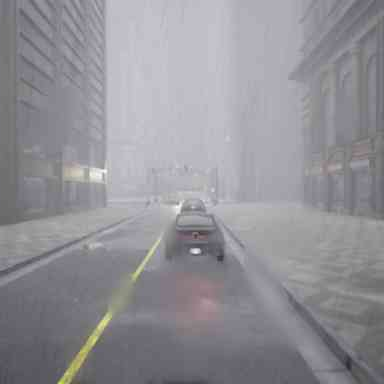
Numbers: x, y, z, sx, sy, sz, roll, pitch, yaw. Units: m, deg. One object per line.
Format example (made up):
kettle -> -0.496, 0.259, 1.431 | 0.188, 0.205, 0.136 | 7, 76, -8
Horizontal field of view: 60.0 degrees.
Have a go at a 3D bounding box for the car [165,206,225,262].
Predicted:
car -> 0.100, 1.464, 11.957 | 1.837, 1.490, 4.892 | 0, 0, 0

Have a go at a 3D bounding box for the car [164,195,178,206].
car -> -2.991, 1.184, 50.343 | 2.097, 1.767, 4.553 | 0, 0, 0

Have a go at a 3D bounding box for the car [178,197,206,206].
car -> 0.104, 1.255, 28.918 | 2.097, 1.767, 4.553 | 0, 0, 0
